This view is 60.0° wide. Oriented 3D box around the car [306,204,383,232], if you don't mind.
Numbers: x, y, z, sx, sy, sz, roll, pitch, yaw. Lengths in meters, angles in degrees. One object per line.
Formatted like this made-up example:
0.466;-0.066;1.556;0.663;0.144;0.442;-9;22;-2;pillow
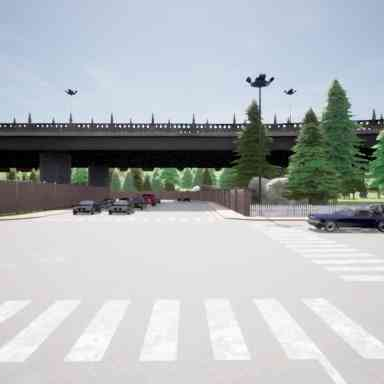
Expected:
9.050;1.545;18.893;4.718;1.301;1.895;0;0;1;car

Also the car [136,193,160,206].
-6.972;1.221;53.269;2.150;2.045;5.566;0;0;0;car

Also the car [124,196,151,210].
-6.977;1.547;43.173;2.033;1.411;5.357;0;0;0;car

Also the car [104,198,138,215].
-7.042;1.564;33.503;1.994;1.385;4.181;0;0;0;car

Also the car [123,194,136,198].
-10.549;1.526;52.782;1.812;1.442;4.674;0;0;0;car

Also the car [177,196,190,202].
-1.921;1.553;75.249;1.994;1.385;4.181;0;0;-19;car

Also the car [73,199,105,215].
-10.575;1.564;33.886;1.994;1.385;4.181;0;0;0;car

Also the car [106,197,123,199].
-10.551;1.526;42.601;1.812;1.442;4.674;0;0;0;car
